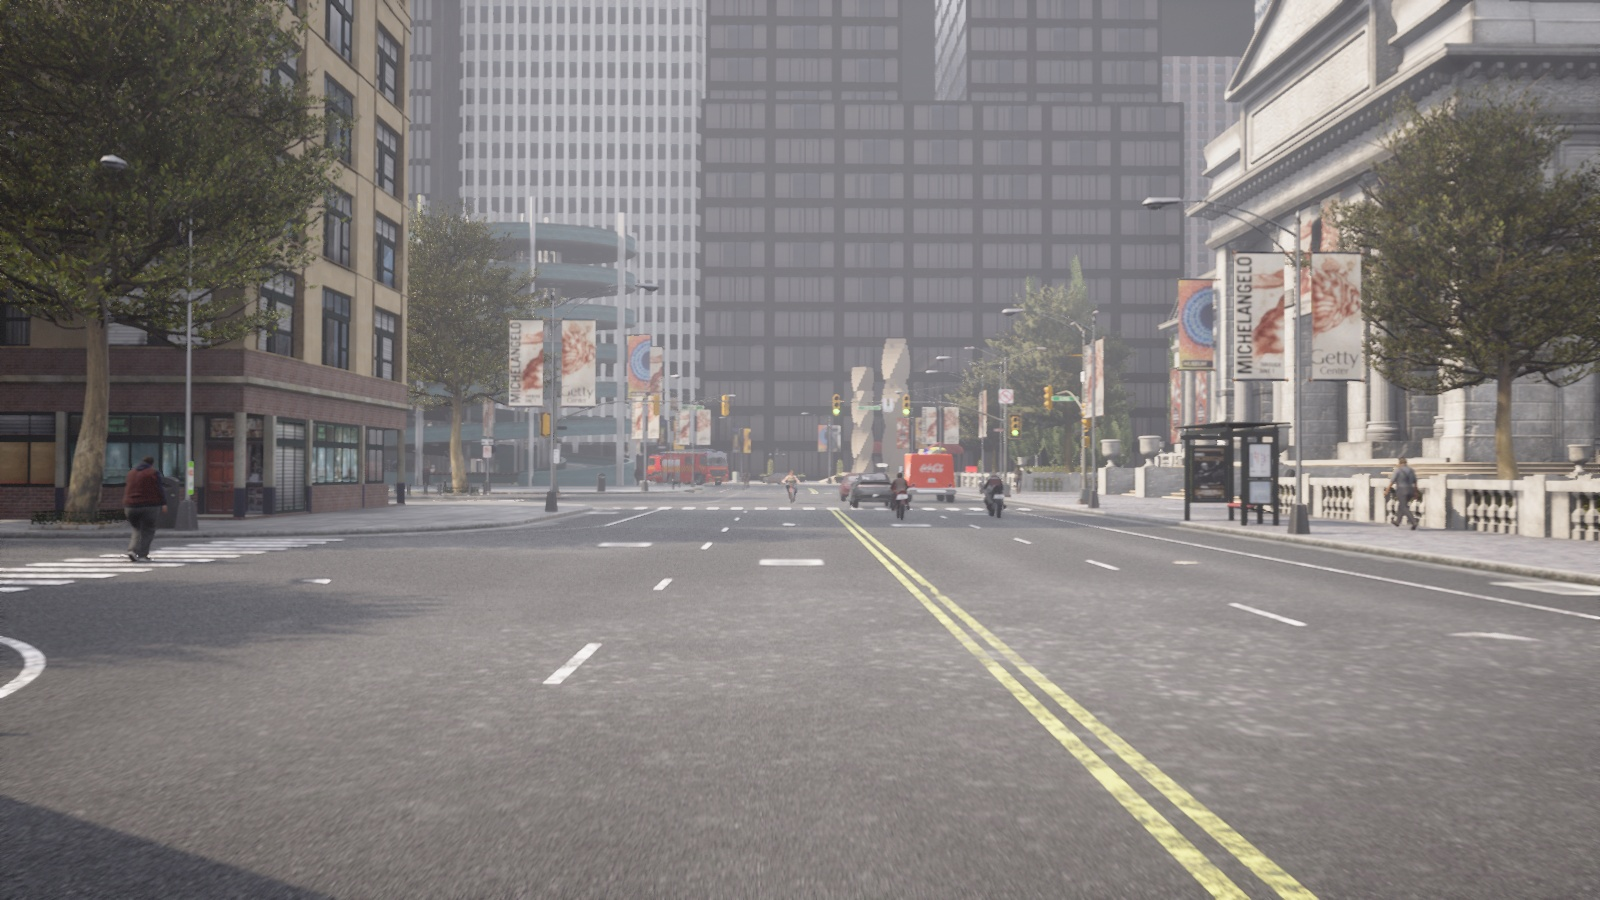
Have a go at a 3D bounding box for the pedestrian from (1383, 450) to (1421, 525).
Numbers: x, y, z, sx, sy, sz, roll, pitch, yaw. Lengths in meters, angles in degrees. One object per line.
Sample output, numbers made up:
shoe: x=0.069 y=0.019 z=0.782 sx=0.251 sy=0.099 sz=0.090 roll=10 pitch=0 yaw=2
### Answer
pedestrian: x=14.929 y=0.927 z=31.136 sx=0.540 sy=1.848 sz=0.694 roll=0 pitch=-1 yaw=-8

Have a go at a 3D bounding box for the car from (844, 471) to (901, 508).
car: x=3.098 y=1.673 z=54.683 sx=2.128 sy=1.511 sz=4.902 roll=0 pitch=-1 yaw=0

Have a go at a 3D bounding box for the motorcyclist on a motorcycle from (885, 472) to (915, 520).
motorcyclist on a motorcycle: x=3.203 y=1.460 z=40.463 sx=0.797 sy=1.523 sz=2.044 roll=0 pitch=-1 yaw=0

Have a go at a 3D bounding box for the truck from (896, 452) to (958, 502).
truck: x=6.519 y=1.390 z=65.135 sx=2.627 sy=2.467 sz=5.204 roll=0 pitch=-1 yaw=0

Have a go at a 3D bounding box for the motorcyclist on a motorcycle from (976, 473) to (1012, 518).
motorcyclist on a motorcycle: x=6.682 y=1.547 z=43.381 sx=0.866 sy=1.530 sz=2.191 roll=0 pitch=-1 yaw=0

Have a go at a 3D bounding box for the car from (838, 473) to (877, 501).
car: x=3.012 y=1.939 z=66.393 sx=1.812 sy=1.442 sz=4.674 roll=0 pitch=-1 yaw=0

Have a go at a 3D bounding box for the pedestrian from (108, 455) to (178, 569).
pedestrian: x=-10.916 y=1.019 z=20.899 sx=0.634 sy=1.844 sz=0.899 roll=0 pitch=-1 yaw=6
